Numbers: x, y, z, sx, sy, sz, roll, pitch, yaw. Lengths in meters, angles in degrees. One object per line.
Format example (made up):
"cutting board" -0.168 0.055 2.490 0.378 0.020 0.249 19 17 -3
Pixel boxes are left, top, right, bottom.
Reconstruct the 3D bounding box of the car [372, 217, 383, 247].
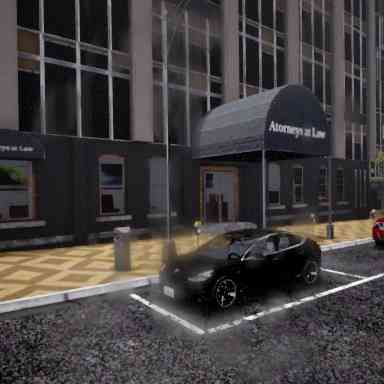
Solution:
"car" 9.572 1.310 13.972 5.009 1.841 2.192 0 -1 -37

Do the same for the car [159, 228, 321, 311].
"car" 1.291 1.564 7.777 4.313 1.339 1.947 0 -1 -37
